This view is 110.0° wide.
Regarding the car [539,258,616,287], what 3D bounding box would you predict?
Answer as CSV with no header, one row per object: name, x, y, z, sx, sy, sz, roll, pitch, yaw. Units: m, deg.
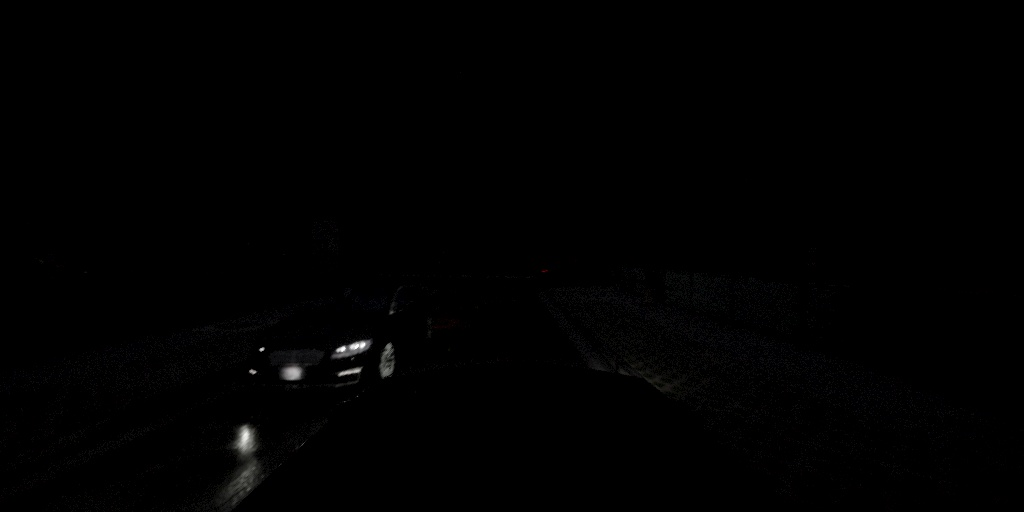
car,4.784,1.211,26.602,5.566,2.045,2.150,1,1,0

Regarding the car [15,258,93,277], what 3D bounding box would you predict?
car,-33.926,0.830,26.684,4.718,1.301,1.895,2,1,0

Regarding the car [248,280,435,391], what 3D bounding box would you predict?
car,-2.839,1.267,7.095,2.128,1.511,4.902,0,0,0
